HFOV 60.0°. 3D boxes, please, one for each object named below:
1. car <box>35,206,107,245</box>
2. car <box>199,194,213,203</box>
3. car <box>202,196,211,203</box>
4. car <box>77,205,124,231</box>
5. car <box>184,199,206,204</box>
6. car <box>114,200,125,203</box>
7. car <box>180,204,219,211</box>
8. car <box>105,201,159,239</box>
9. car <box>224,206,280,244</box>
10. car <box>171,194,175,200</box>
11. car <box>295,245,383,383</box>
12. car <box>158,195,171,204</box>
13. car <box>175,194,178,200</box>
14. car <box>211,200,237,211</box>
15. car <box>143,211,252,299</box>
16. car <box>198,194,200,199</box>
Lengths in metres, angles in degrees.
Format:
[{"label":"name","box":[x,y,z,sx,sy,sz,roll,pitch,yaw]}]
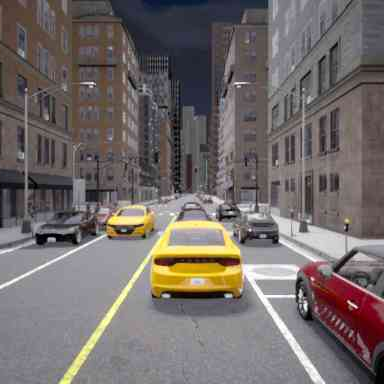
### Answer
[{"label":"car","box":[-5.661,1.561,15.589,1.947,1.339,4.313,0,0,0]},{"label":"car","box":[2.923,1.458,63.678,1.967,1.590,4.097,0,0,0]},{"label":"car","box":[2.936,1.551,69.257,1.752,1.417,4.829,0,0,0]},{"label":"car","box":[-5.658,1.575,21.091,1.802,1.307,4.206,0,0,0]},{"label":"car","box":[0.014,1.518,26.316,1.812,1.442,4.674,0,0,2]},{"label":"car","box":[-5.656,1.433,26.592,1.967,1.590,4.097,0,0,0]},{"label":"car","box":[0.116,1.558,17.506,1.994,1.385,4.181,0,0,0]},{"label":"car","box":[-3.070,1.472,17.548,1.882,1.535,5.008,0,0,0]},{"label":"car","box":[2.864,1.545,15.585,2.008,1.369,4.403,0,0,0]},{"label":"car","box":[-5.576,1.586,74.512,2.008,1.369,4.403,0,0,0]},{"label":"car","box":[2.858,1.438,4.582,1.967,1.590,4.097,0,0,0]},{"label":"car","box":[-5.601,1.600,63.695,1.802,1.307,4.206,0,0,0]},{"label":"car","box":[-5.539,1.601,90.568,1.752,1.417,4.829,0,0,0]},{"label":"car","box":[2.870,1.558,26.587,1.947,1.339,4.313,0,0,0]},{"label":"car","box":[0.099,1.474,8.512,1.882,1.535,5.008,0,0,0]},{"label":"car","box":[2.949,1.586,74.495,2.008,1.369,4.403,0,0,0]}]
